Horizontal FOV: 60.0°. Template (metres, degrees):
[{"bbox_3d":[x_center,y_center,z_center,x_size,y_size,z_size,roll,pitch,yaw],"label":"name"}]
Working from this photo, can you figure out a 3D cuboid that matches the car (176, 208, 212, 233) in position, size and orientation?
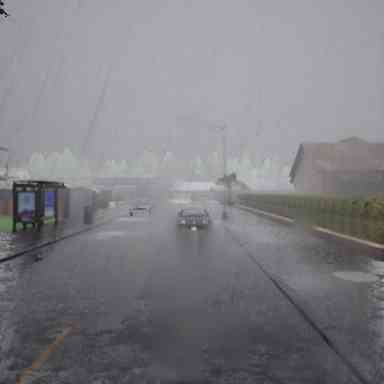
[{"bbox_3d":[0.102,1.587,19.383,1.895,1.301,4.718,0,0,0],"label":"car"}]

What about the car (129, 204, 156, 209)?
[{"bbox_3d":[-3.998,1.174,27.989,2.033,1.411,5.357,0,0,0],"label":"car"}]
